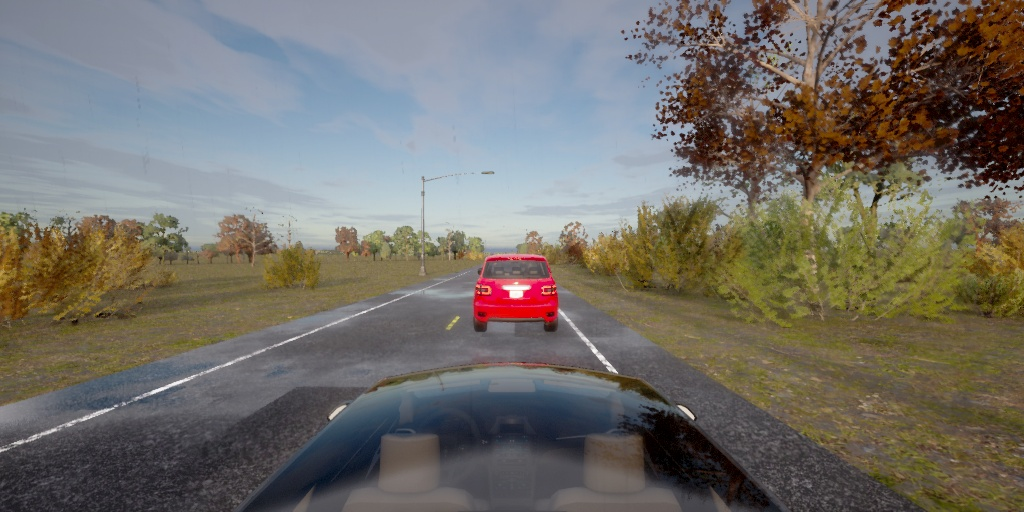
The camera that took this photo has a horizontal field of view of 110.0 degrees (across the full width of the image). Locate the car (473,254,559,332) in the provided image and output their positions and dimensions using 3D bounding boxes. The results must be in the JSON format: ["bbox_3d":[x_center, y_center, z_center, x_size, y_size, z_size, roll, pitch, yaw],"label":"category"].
[{"bbox_3d":[0.090,0.968,10.973,2.150,2.045,5.566,0,0,0],"label":"car"}]

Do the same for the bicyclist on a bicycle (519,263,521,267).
[{"bbox_3d":[0.899,1.111,28.692,0.659,1.776,1.843,0,0,0],"label":"bicyclist on a bicycle"}]

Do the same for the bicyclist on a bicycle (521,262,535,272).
[{"bbox_3d":[0.940,1.114,18.679,0.659,1.776,1.843,0,0,0],"label":"bicyclist on a bicycle"}]
